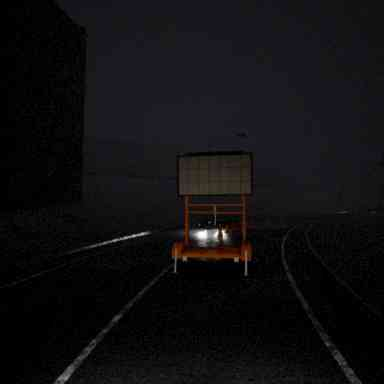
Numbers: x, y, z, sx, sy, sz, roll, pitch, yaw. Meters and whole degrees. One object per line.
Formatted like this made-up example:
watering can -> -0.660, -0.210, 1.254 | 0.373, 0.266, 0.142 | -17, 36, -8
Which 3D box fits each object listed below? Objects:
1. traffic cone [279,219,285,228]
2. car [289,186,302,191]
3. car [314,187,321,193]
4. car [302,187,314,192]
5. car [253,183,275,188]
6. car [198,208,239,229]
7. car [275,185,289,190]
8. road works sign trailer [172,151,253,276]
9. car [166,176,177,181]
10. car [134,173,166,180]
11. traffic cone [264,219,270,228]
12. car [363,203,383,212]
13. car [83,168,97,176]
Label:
traffic cone -> 6.083, 2.129, 22.523 | 0.340, 0.580, 0.340 | -2, -1, 17
car -> 23.476, -0.581, 79.598 | 4.892, 1.521, 2.231 | 4, -6, -40
car -> 31.790, -0.184, 87.164 | 5.566, 2.045, 2.435 | 5, -6, -43
car -> 27.677, -0.396, 83.353 | 4.553, 1.767, 2.185 | 4, -6, -42
car -> 15.083, -1.096, 72.599 | 4.792, 1.488, 2.163 | 3, -6, -38
car -> 1.965, 1.861, 23.747 | 1.994, 1.385, 4.181 | -2, -2, 24
car -> 19.355, -0.815, 76.084 | 4.674, 1.452, 2.002 | 4, -6, -39
road works sign trailer -> 0.757, 0.525, 10.657 | 2.380, 3.560, 2.880 | -1, -1, 12
car -> -2.928, -2.140, 59.420 | 4.892, 1.521, 2.231 | 3, -5, -33
car -> -7.541, -2.351, 56.396 | 4.892, 1.521, 2.231 | 2, -5, -33
traffic cone -> 5.128, 2.158, 22.806 | 0.340, 0.580, 0.340 | -2, -1, 17
car -> 29.536, 2.492, 53.624 | 4.674, 1.442, 1.812 | 1, -4, -32
car -> -16.694, -2.869, 50.422 | 4.553, 1.767, 2.185 | 2, -5, -33
